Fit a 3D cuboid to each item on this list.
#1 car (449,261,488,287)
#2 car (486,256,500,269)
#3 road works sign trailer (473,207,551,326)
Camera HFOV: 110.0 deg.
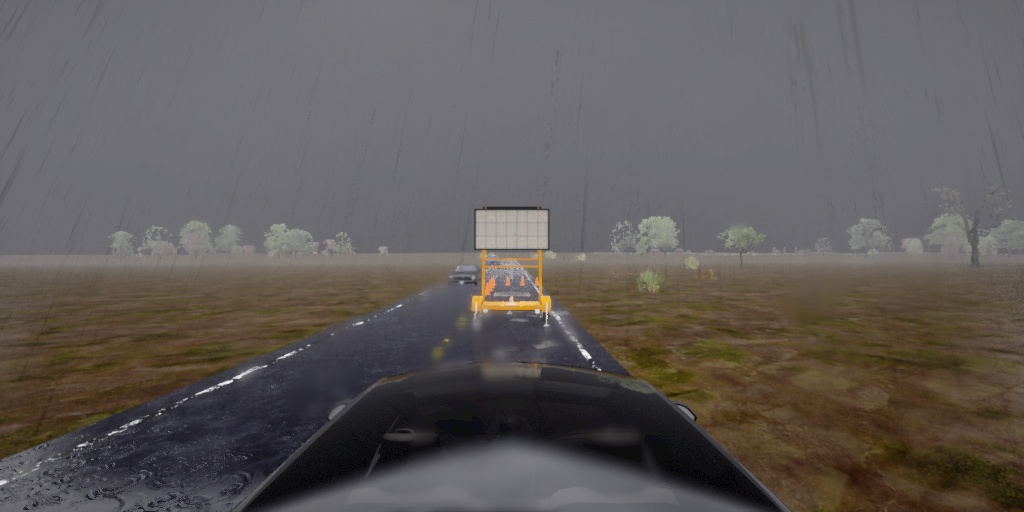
[{"bbox_3d":[-3.103,1.297,25.168,2.033,1.411,5.357,0,0,0],"label":"car"},{"bbox_3d":[-2.995,0.970,55.617,2.150,2.045,5.566,0,0,0],"label":"car"},{"bbox_3d":[-0.001,0.214,11.611,2.380,3.560,2.880,0,0,0],"label":"road works sign trailer"}]
